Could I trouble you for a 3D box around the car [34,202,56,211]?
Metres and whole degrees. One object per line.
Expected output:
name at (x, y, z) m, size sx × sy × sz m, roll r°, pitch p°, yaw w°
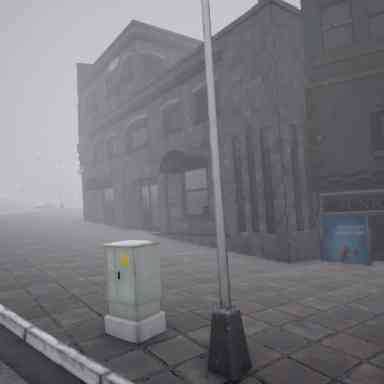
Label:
car at (-26.466, 2.522, 59.973) m, size 1.882 × 1.535 × 5.008 m, roll -4°, pitch -1°, yaw 4°
